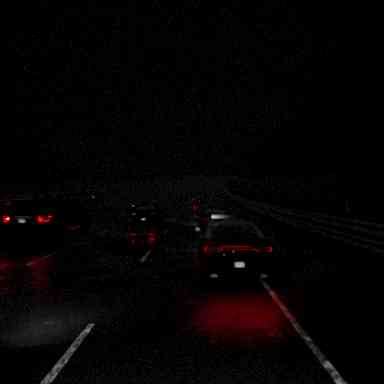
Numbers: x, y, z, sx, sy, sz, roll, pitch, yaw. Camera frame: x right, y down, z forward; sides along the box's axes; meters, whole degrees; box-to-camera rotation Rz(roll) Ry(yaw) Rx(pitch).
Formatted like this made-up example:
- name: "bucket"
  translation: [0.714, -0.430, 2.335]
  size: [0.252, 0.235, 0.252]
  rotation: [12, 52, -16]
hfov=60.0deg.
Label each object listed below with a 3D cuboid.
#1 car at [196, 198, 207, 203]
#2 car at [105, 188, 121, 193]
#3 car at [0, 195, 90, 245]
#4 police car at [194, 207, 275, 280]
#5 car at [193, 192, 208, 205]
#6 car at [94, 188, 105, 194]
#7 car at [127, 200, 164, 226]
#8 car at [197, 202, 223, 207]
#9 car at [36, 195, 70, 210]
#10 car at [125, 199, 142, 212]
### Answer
- name: "car"
  translation: [1.412, 1.521, 25.901]
  size: [1.837, 1.490, 4.892]
  rotation: [0, 1, 1]
- name: "car"
  translation: [-18.183, -0.267, 78.445]
  size: [2.097, 1.767, 4.553]
  rotation: [0, 2, 4]
- name: "car"
  translation: [-6.748, 1.277, 16.018]
  size: [2.150, 2.045, 5.566]
  rotation: [0, 0, 1]
- name: "police car"
  translation: [1.123, 1.469, 10.199]
  size: [1.930, 1.638, 5.238]
  rotation: [0, 0, 1]
- name: "car"
  translation: [1.173, 1.098, 48.290]
  size: [1.812, 1.442, 4.674]
  rotation: [0, 2, 3]
- name: "car"
  translation: [-21.677, -0.150, 78.660]
  size: [1.882, 1.535, 5.008]
  rotation: [0, 2, 4]
- name: "car"
  translation: [-3.079, 1.559, 23.744]
  size: [1.812, 1.442, 4.674]
  rotation: [0, 0, 1]
- name: "car"
  translation: [1.278, 1.578, 19.974]
  size: [1.812, 1.442, 4.674]
  rotation: [0, 0, 1]
- name: "car"
  translation: [-16.773, 1.254, 40.530]
  size: [1.882, 1.535, 5.008]
  rotation: [0, 1, 2]
- name: "car"
  translation: [-6.189, 1.413, 37.317]
  size: [1.994, 1.385, 4.181]
  rotation: [0, 1, 2]
